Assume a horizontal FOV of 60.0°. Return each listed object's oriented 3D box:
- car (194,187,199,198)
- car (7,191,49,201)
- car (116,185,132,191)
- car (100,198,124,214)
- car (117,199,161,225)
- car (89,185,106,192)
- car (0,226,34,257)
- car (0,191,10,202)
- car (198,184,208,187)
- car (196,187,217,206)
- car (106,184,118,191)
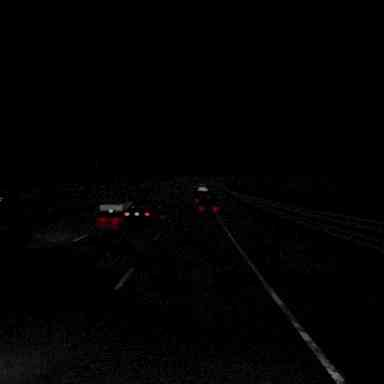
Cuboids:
[{"bbox_3d":[1.405,0.363,57.860,1.895,1.301,4.718,0,2,3],"label":"car"},{"bbox_3d":[-17.043,0.878,35.453,1.882,1.535,5.008,0,2,2],"label":"car"},{"bbox_3d":[-15.078,-0.653,75.631,1.895,1.301,4.718,0,2,3],"label":"car"},{"bbox_3d":[-6.537,1.188,29.281,1.895,1.301,4.718,0,2,1],"label":"car"},{"bbox_3d":[-3.198,1.311,22.185,2.033,1.411,5.357,0,1,1],"label":"car"},{"bbox_3d":[-22.062,-0.744,76.112,2.128,1.511,4.902,0,2,3],"label":"car"},{"bbox_3d":[-6.858,1.543,10.303,1.895,1.301,4.718,0,1,1],"label":"car"},{"bbox_3d":[-20.509,0.721,36.405,2.097,1.767,4.553,0,2,2],"label":"car"},{"bbox_3d":[2.482,-0.829,76.339,2.150,2.045,5.566,0,3,4],"label":"car"},{"bbox_3d":[1.908,0.644,39.883,2.097,1.767,4.553,0,2,2],"label":"car"},{"bbox_3d":[-18.477,-0.841,77.326,2.150,2.045,5.566,0,3,4],"label":"car"}]
